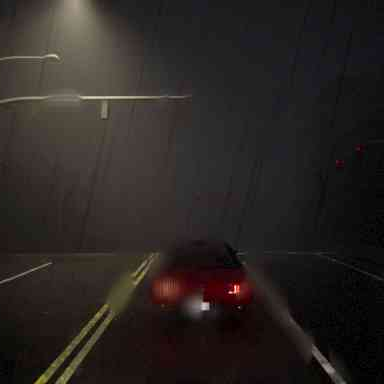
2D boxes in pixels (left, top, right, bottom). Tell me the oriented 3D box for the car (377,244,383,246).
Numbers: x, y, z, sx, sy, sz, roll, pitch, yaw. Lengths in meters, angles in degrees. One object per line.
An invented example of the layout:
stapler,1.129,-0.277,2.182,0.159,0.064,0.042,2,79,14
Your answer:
car,17.320,4.594,26.729,4.902,1.511,2.128,4,-10,1

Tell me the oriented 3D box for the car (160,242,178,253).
car,-2.904,7.137,42.876,1.895,1.301,4.718,0,-10,1

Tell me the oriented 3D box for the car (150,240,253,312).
car,0.198,1.830,8.190,1.895,1.301,4.718,0,-2,1
